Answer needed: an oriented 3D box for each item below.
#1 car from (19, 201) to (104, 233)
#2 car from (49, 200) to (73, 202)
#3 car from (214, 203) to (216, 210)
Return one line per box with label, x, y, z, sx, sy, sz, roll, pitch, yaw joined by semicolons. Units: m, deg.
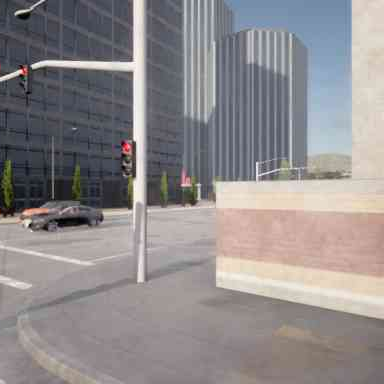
car;-7.641;1.546;20.238;2.128;1.511;4.902;0;0;36
car;-9.641;1.409;23.449;2.097;1.767;4.553;0;0;36
car;4.703;1.277;37.402;2.150;2.045;5.566;0;0;36
